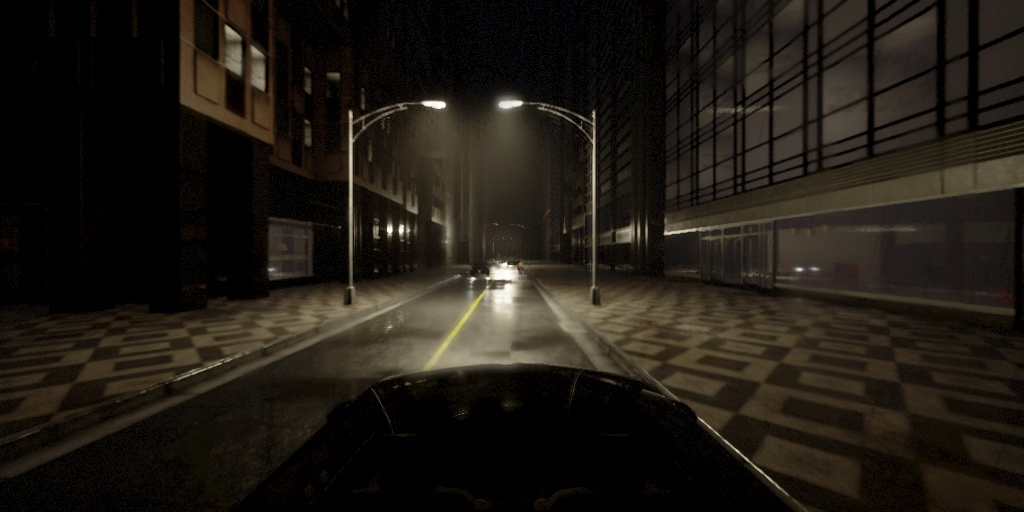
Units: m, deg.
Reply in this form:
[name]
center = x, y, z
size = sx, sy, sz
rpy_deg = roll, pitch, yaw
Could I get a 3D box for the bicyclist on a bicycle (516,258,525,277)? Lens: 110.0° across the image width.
[bicyclist on a bicycle]
center = 0.804, 1.180, 32.499
size = 0.866, 1.612, 1.509
rpy_deg = 0, -1, 0

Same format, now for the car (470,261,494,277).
[car]
center = -3.095, 1.249, 36.203
size = 1.837, 1.490, 4.892
rpy_deg = 0, 0, 0
